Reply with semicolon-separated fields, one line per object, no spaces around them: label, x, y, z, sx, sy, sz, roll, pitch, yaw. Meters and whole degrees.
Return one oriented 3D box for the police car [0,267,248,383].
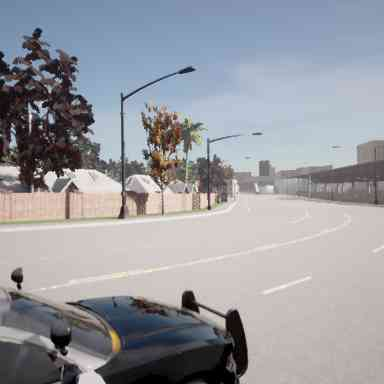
police car;-1.761;1.418;2.485;5.238;1.638;1.930;0;0;-36
